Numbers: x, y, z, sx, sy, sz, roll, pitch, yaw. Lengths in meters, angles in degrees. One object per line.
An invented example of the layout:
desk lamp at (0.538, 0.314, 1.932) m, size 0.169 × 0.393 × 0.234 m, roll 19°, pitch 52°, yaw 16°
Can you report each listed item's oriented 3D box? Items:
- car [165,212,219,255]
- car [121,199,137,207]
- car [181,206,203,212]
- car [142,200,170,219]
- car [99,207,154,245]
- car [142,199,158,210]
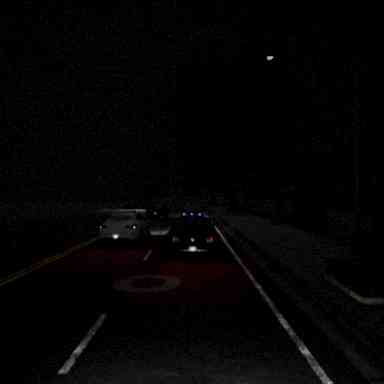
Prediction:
car at (0.042, 1.709, 13.837) m, size 1.895 × 1.301 × 4.718 m, roll 0°, pitch 0°, yaw 0°
car at (-9.908, 1.943, 52.657) m, size 1.882 × 1.535 × 5.008 m, roll 0°, pitch -1°, yaw 0°
car at (0.019, 1.839, 28.833) m, size 1.895 × 1.301 × 4.718 m, roll 0°, pitch -1°, yaw 0°
car at (-3.221, 1.743, 31.822) m, size 1.882 × 1.535 × 5.008 m, roll 0°, pitch -1°, yaw 0°
car at (-3.198, 1.654, 16.288) m, size 1.812 × 1.442 × 4.674 m, roll 0°, pitch 0°, yaw 0°
car at (-6.658, 1.943, 52.662) m, size 1.882 × 1.535 × 5.008 m, roll 0°, pitch -1°, yaw 0°
